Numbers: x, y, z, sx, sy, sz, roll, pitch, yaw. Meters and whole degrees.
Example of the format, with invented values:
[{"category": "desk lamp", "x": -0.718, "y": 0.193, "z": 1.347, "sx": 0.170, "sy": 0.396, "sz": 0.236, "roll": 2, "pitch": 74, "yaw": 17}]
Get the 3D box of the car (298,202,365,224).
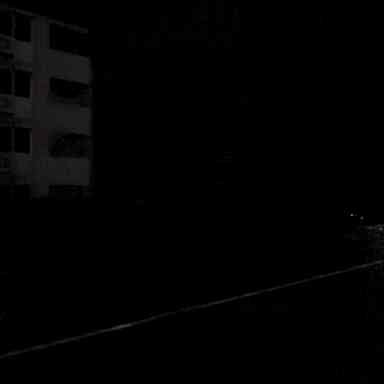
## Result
[{"category": "car", "x": 10.353, "y": 1.533, "z": 24.983, "sx": 1.837, "sy": 1.490, "sz": 4.892, "roll": 0, "pitch": 0, "yaw": -35}]
